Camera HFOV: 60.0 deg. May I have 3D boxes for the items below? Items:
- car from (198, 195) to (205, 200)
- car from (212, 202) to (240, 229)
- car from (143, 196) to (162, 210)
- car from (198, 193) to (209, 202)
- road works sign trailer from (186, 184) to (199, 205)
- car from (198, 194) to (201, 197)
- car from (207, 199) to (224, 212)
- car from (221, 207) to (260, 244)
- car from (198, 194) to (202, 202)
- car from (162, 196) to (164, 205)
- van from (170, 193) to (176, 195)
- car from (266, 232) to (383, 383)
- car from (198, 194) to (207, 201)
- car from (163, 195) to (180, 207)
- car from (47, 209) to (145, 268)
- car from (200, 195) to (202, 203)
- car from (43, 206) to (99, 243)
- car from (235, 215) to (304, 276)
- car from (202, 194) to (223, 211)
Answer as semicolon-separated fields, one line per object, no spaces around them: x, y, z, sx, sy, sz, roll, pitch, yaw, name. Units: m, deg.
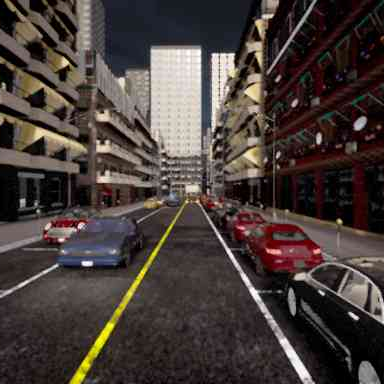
2.598;1.489;93.477;1.752;1.417;4.829;-1;0;0;car
2.566;1.561;21.170;1.947;1.339;4.313;-1;0;0;car
-5.305;1.512;43.179;1.752;1.417;4.829;-1;0;0;car
2.588;1.288;76.660;2.192;1.841;5.009;-1;0;0;car
0.057;0.445;59.264;2.380;3.560;2.880;0;0;-1;road works sign trailer
2.586;1.290;71.111;2.192;1.841;5.009;-1;0;0;car
2.568;1.544;26.719;2.008;1.369;4.403;-1;0;0;car
2.564;1.579;15.622;1.802;1.307;4.206;-1;0;0;car
2.584;1.563;60.013;1.802;1.307;4.206;-1;0;0;car
-5.301;1.423;54.447;1.967;1.590;4.097;-1;0;0;car
-5.284;1.304;93.291;1.690;1.788;3.998;-1;0;0;van
2.558;1.550;4.523;2.008;1.369;4.403;-1;0;0;car
2.592;1.410;82.209;1.967;1.590;4.097;-1;0;0;car
-2.796;1.549;50.408;1.994;1.385;4.181;0;0;0;car
-2.857;1.545;11.608;2.033;1.411;5.357;0;0;-1;car
2.578;1.511;49.085;1.752;1.417;4.829;-1;0;0;car
-5.318;1.436;15.604;1.967;1.590;4.097;-1;0;0;car
2.561;1.580;10.072;1.802;1.307;4.206;-1;0;0;car
2.571;1.304;37.817;2.192;1.841;5.009;-1;0;0;car
